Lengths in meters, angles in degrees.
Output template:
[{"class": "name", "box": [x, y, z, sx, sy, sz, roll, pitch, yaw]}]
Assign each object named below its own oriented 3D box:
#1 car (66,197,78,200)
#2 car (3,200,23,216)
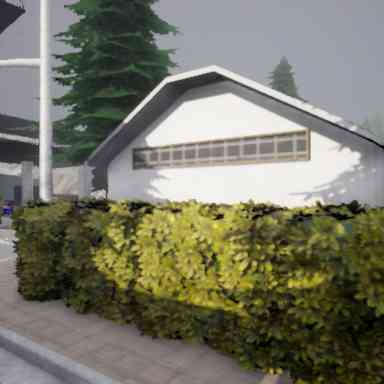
[{"class": "car", "box": [-12.674, 1.453, 36.769, 3.866, 1.878, 1.905, 0, 0, 35]}, {"class": "car", "box": [-19.481, 1.639, 34.640, 4.611, 1.667, 2.242, 0, 0, 35]}]
